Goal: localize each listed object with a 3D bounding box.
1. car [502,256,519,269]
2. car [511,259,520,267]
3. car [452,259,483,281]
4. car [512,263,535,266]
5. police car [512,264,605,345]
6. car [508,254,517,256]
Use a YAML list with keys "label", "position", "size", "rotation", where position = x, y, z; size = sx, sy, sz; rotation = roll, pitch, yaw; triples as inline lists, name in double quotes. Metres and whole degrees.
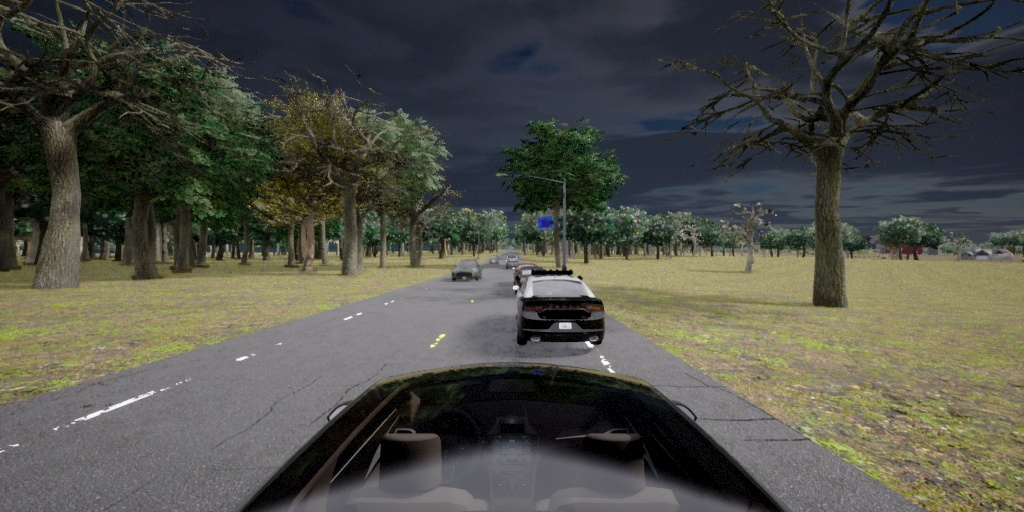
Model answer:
- label: "car"
  position: [0.086, 1.106, 52.447]
  size: [2.128, 1.511, 4.902]
  rotation: [0, 0, 0]
- label: "car"
  position: [1.058, 1.221, 25.540]
  size: [1.882, 1.535, 5.008]
  rotation: [0, 0, 0]
- label: "car"
  position: [-3.591, 1.084, 29.262]
  size: [2.097, 1.767, 4.553]
  rotation: [0, 0, 0]
- label: "car"
  position: [1.056, 1.274, 19.542]
  size: [1.812, 1.442, 4.674]
  rotation: [0, 0, 0]
- label: "police car"
  position: [1.052, 1.175, 9.652]
  size: [1.930, 1.638, 5.238]
  rotation: [0, 0, 0]
- label: "car"
  position: [0.024, 0.721, 65.081]
  size: [2.150, 2.045, 5.566]
  rotation: [0, 1, 0]
